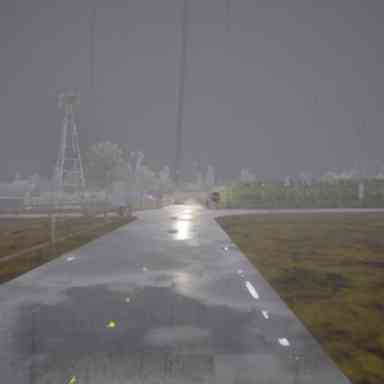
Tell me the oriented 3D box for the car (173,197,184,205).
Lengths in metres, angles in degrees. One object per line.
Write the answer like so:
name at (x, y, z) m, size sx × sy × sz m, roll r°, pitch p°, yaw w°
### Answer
car at (-2.720, 1.812, 67.074) m, size 2.097 × 1.767 × 4.553 m, roll 0°, pitch -1°, yaw 0°
